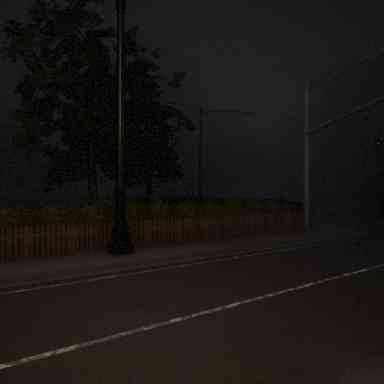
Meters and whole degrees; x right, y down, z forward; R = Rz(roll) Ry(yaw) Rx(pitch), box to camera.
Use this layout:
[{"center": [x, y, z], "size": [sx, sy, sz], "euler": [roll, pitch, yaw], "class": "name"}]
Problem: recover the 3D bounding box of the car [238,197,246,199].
[{"center": [5.913, 1.505, 44.179], "size": [1.837, 1.490, 4.892], "euler": [0, 0, -35], "class": "car"}]
